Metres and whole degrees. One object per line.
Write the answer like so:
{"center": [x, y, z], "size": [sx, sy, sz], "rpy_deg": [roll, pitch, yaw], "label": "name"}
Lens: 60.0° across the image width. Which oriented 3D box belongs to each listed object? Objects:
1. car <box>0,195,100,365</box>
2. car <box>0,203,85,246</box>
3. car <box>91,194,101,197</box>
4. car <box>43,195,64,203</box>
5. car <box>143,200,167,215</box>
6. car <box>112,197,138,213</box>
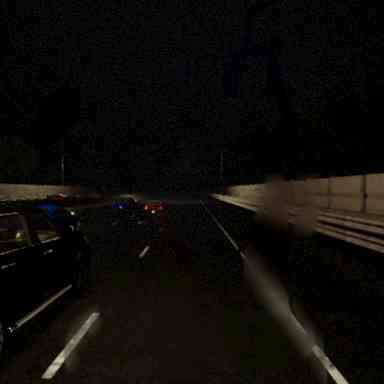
{"center": [-3.404, 1.195, 5.369], "size": [2.150, 2.045, 5.566], "rpy_deg": [0, 1, 0], "label": "car"}
{"center": [-6.891, 1.394, 15.914], "size": [1.882, 1.535, 5.008], "rpy_deg": [0, 0, 0], "label": "car"}
{"center": [-17.498, 1.180, 59.349], "size": [2.128, 1.511, 4.902], "rpy_deg": [0, 0, 1], "label": "car"}
{"center": [-24.484, 1.214, 59.056], "size": [1.812, 1.442, 4.674], "rpy_deg": [0, 0, 1], "label": "car"}
{"center": [-3.379, 1.436, 31.385], "size": [1.895, 1.301, 4.718], "rpy_deg": [0, 0, 0], "label": "car"}
{"center": [-6.878, 1.296, 34.578], "size": [1.882, 1.535, 5.008], "rpy_deg": [0, 0, 0], "label": "car"}
